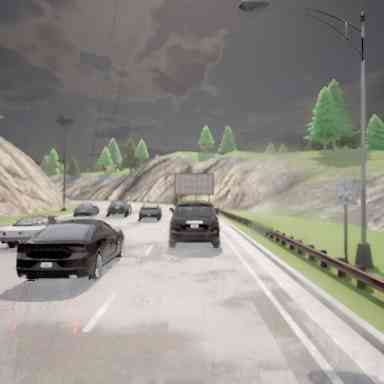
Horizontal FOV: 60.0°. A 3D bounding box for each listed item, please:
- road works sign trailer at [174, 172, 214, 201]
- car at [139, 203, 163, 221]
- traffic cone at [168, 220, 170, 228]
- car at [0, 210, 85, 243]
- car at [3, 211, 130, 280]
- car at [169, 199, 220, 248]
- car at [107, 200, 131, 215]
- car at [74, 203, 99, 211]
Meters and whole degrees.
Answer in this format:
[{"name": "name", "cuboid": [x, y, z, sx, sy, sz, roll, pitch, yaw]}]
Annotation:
[{"name": "road works sign trailer", "cuboid": [0.117, 0.593, 20.145, 2.380, 3.560, 2.880, 1, -3, -1]}, {"name": "car", "cuboid": [-3.759, 1.754, 30.459, 2.128, 1.511, 4.902, 0, 0, -3]}, {"name": "traffic cone", "cuboid": [-1.497, 2.149, 22.486, 0.340, 0.580, 0.340, 0, 0, 0]}, {"name": "car", "cuboid": [-6.908, 1.736, 15.703, 1.895, 1.301, 4.718, 0, 0, 0]}, {"name": "car", "cuboid": [-3.403, 1.566, 10.260, 1.882, 1.535, 5.008, 0, 0, 0]}, {"name": "car", "cuboid": [0.098, 1.349, 15.854, 2.150, 2.045, 5.566, 0, 2, 0]}, {"name": "car", "cuboid": [-7.684, 1.656, 35.516, 2.097, 1.767, 4.553, 0, -1, -5]}, {"name": "car", "cuboid": [-11.180, 1.869, 35.474, 1.994, 1.385, 4.181, 0, 0, -5]}]
